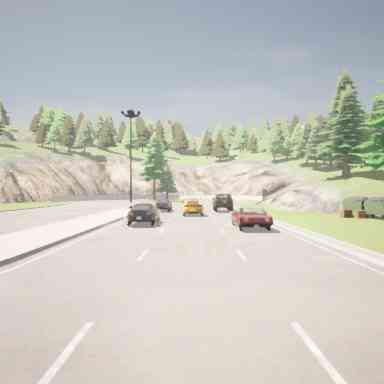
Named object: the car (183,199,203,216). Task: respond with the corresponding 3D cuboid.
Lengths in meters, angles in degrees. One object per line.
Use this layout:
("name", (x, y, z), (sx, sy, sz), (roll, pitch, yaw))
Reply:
("car", (0.095, 1.478, 32.882), (1.882, 1.535, 5.008), (0, 0, 0))

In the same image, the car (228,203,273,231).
("car", (3.600, 1.601, 20.748), (1.895, 1.301, 4.718), (0, 0, 0))

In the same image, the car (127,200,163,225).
("car", (-3.400, 1.526, 23.629), (1.812, 1.442, 4.674), (0, 0, 0))

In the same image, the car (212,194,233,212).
("car", (3.604, 1.220, 39.323), (2.150, 2.045, 5.566), (0, 0, 0))

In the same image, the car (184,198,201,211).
("car", (0.117, 1.548, 42.951), (2.033, 1.411, 5.357), (0, 0, 1))

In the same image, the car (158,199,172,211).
("car", (-3.397, 1.547, 39.713), (2.033, 1.411, 5.357), (0, 0, 0))
